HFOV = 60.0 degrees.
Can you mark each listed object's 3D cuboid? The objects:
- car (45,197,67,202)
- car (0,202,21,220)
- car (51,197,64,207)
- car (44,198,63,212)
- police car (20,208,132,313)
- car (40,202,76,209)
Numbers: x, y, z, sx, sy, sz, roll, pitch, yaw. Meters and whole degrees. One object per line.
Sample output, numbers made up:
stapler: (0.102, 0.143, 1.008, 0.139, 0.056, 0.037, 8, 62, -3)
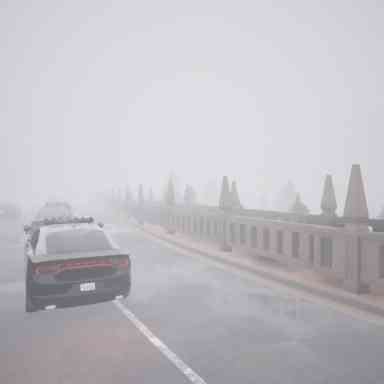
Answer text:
car: (-8.456, 1.351, 21.048, 2.097, 1.767, 4.553, 0, 0, -20)
car: (-15.712, 1.564, 28.022, 1.994, 1.385, 4.181, 0, 0, -20)
car: (-21.461, 1.505, 53.250, 1.837, 1.490, 4.892, 0, 0, -20)
car: (-16.824, 1.505, 40.648, 1.837, 1.490, 4.892, 0, 0, -19)
police car: (-2.978, 1.425, 8.012, 1.930, 1.638, 5.238, 0, 0, -27)
car: (-6.510, 1.478, 15.794, 1.882, 1.535, 5.008, 0, 0, -22)
